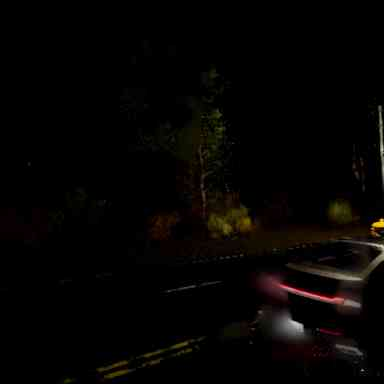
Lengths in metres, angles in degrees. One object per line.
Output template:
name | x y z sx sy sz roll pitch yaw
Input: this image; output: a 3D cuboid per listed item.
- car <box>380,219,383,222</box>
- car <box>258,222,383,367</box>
car | 13.218 2.084 20.911 5.008 1.535 1.882 0 -3 -35
car | 3.293 1.526 5.727 4.902 1.511 2.128 0 0 -35
